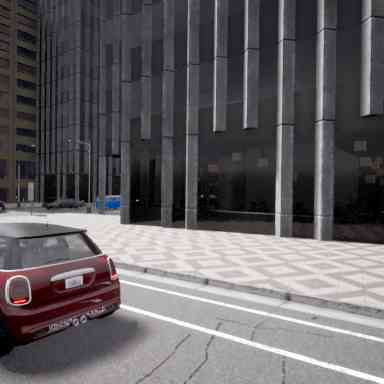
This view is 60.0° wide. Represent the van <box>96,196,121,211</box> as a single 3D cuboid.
[{"bbox_3d":[-9.689,1.339,40.271,1.690,1.788,3.998,1,1,36],"label":"van"}]

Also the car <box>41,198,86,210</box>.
[{"bbox_3d":[-15.955,1.461,41.608,2.033,1.411,5.357,1,1,36],"label":"car"}]

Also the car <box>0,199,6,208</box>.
[{"bbox_3d":[-21.542,1.278,33.785,2.097,1.767,4.553,1,1,35],"label":"car"}]

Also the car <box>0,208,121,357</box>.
[{"bbox_3d":[-3.474,1.349,6.155,4.553,1.767,2.097,0,0,35],"label":"car"}]

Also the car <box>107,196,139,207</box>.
[{"bbox_3d":[-10.208,1.428,49.578,1.812,1.442,4.674,1,1,36],"label":"car"}]

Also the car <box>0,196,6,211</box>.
[{"bbox_3d":[-22.972,1.324,36.432,1.967,1.590,4.097,1,1,36],"label":"car"}]
